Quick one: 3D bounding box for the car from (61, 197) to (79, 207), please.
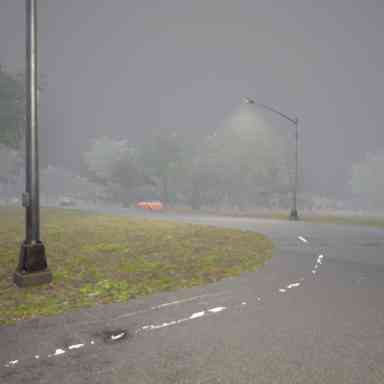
[{"bbox_3d":[-20.699,1.631,56.309,2.097,1.767,4.553,4,-3,-32],"label":"car"}]

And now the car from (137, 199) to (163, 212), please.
[{"bbox_3d":[-5.995,1.836,47.116,2.097,1.767,4.553,4,-3,-35],"label":"car"}]
